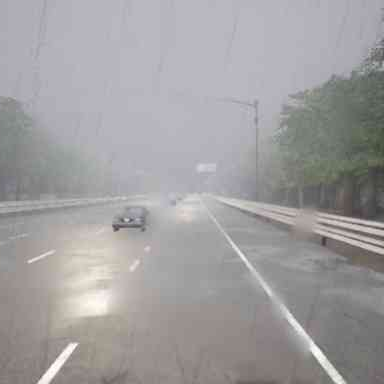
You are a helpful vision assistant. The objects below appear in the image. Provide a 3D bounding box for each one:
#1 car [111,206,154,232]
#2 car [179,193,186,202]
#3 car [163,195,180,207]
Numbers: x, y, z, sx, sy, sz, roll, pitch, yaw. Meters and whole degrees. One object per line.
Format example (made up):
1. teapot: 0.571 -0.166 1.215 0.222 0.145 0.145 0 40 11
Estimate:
1. car: -3.478 1.551 20.215 2.033 1.411 5.357 0 0 0
2. car: -3.141 1.552 80.902 1.837 1.490 4.892 0 0 1
3. car: -3.352 1.508 51.719 1.882 1.535 5.008 0 0 0
